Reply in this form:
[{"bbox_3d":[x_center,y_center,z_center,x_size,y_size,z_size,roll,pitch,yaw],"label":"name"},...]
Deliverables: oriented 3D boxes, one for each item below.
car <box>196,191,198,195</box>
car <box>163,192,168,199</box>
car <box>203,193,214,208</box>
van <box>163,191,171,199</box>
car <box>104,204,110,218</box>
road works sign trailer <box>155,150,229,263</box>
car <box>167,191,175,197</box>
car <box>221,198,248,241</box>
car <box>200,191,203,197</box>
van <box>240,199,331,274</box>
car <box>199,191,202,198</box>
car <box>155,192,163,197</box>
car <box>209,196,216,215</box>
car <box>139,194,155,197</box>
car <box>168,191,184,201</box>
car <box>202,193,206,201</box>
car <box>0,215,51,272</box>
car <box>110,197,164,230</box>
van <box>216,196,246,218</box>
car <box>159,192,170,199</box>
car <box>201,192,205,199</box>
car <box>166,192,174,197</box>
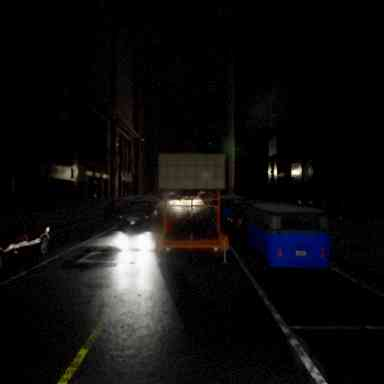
[{"bbox_3d":[2.687,0.724,83.135,1.887,1.381,4.507,1,1,0],"label":"car"},{"bbox_3d":[-5.842,1.001,60.632,1.802,1.307,4.206,1,1,0],"label":"car"},{"bbox_3d":[2.681,1.196,38.139,2.008,1.369,4.403,1,1,0],"label":"car"},{"bbox_3d":[-5.837,0.581,77.502,1.690,1.788,3.998,1,1,0],"label":"van"},{"bbox_3d":[-5.846,1.298,26.887,1.887,1.381,4.507,1,1,0],"label":"car"},{"bbox_3d":[0.002,0.361,11.467,2.380,3.560,2.880,0,1,0],"label":"road works sign trailer"},{"bbox_3d":[-5.836,0.499,94.376,1.967,1.590,4.097,1,1,0],"label":"car"},{"bbox_3d":[2.679,1.298,15.640,1.967,1.590,4.097,1,1,0],"label":"car"},{"bbox_3d":[2.684,1.021,55.012,1.887,1.381,4.507,1,1,0],"label":"car"},{"bbox_3d":[2.679,1.250,10.015,1.690,1.788,3.998,1,1,0],"label":"van"},{"bbox_3d":[2.684,0.963,60.637,1.887,1.381,4.507,1,1,0],"label":"car"},{"bbox_3d":[-5.843,1.061,49.213,1.752,1.417,4.829,1,1,0],"label":"car"},{"bbox_3d":[2.679,1.303,26.890,2.008,1.369,4.403,1,1,0],"label":"car"},{"bbox_3d":[-5.845,1.196,38.135,2.008,1.369,4.403,1,1,0],"label":"car"},{"bbox_3d":[-3.029,0.972,61.614,1.994,1.385,4.181,0,1,1],"label":"car"},{"bbox_3d":[2.682,1.134,43.764,1.887,1.381,4.507,1,1,0],"label":"car"},{"bbox_3d":[-5.849,1.454,10.014,1.887,1.381,4.507,1,1,0],"label":"car"},{"bbox_3d":[-3.097,1.311,19.821,2.128,1.511,4.902,0,1,0],"label":"car"},{"bbox_3d":[2.681,1.147,21.264,1.690,1.788,3.998,1,1,0],"label":"van"},{"bbox_3d":[-5.839,0.741,71.879,1.967,1.590,4.097,1,1,0],"label":"car"},{"bbox_3d":[2.683,1.078,49.387,1.887,1.381,4.507,1,1,0],"label":"car"},{"bbox_3d":[-5.838,0.685,88.753,1.947,1.339,4.313,1,1,0],"label":"car"}]
